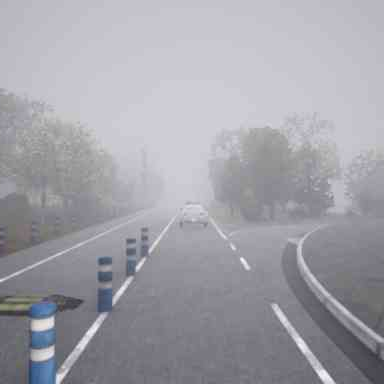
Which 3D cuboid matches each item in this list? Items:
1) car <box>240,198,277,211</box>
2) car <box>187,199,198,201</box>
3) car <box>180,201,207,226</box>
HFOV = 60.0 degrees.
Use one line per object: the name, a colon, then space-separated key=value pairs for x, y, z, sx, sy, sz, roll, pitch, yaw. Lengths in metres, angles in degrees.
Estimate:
car: x=8.199 y=1.556 z=41.140 sx=2.128 sy=1.511 sz=4.902 roll=6 pitch=-5 yaw=-43
car: x=0.109 y=1.618 z=42.618 sx=1.882 sy=1.535 sz=5.008 roll=0 pitch=0 yaw=0
car: x=0.101 y=1.604 z=23.788 sx=1.812 sy=1.442 sz=4.674 roll=0 pitch=0 yaw=0
